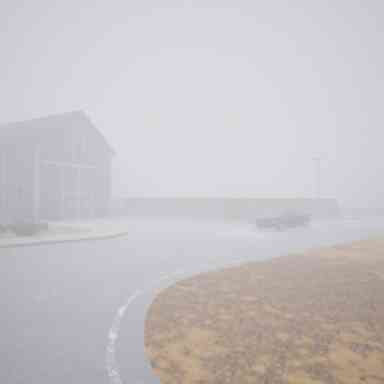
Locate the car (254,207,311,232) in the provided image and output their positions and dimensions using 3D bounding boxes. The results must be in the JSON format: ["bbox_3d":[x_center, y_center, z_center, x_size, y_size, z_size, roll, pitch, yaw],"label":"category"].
[{"bbox_3d":[6.380,1.826,23.210,5.008,1.535,1.882,2,-1,-42],"label":"car"}]
